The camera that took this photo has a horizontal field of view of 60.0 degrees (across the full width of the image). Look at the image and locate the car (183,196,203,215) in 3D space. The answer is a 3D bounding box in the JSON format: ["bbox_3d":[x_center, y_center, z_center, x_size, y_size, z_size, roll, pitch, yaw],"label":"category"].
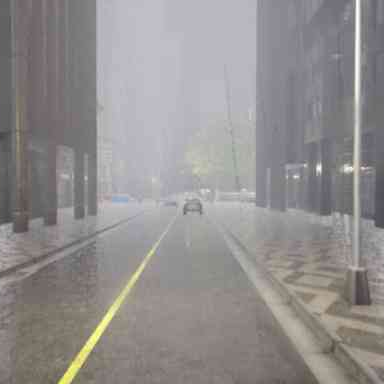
[{"bbox_3d":[0.094,1.424,34.417,2.033,1.649,4.856,0,0,0],"label":"car"}]

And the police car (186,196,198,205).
[{"bbox_3d":[0.028,1.513,59.083,2.038,1.542,4.974,0,0,0],"label":"police car"}]

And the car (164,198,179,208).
[{"bbox_3d":[-2.985,1.604,48.599,1.895,1.301,4.718,0,0,0],"label":"car"}]

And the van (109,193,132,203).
[{"bbox_3d":[-14.547,1.404,68.838,3.998,1.788,1.690,0,1,0],"label":"van"}]

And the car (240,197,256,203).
[{"bbox_3d":[12.110,1.677,68.695,4.313,1.339,1.947,0,1,0],"label":"car"}]

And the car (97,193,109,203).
[{"bbox_3d":[-19.988,1.496,68.869,4.097,1.590,1.967,0,1,0],"label":"car"}]

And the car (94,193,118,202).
[{"bbox_3d":[-19.949,1.246,77.392,5.009,1.841,2.192,0,1,0],"label":"car"}]
